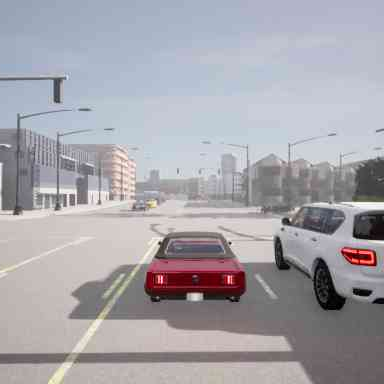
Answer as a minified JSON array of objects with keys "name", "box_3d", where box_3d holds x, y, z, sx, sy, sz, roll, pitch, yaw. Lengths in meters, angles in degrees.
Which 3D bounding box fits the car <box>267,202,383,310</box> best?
[{"name":"car","box_3d":[3.566,1.234,7.953,2.150,2.045,5.566,0,0,0]}]

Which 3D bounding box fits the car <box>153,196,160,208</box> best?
[{"name":"car","box_3d":[-7.065,1.891,55.911,1.882,1.535,5.008,0,0,0]}]

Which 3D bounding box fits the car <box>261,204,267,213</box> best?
[{"name":"car","box_3d":[10.451,1.874,40.453,2.033,1.411,5.357,0,-1,44]}]

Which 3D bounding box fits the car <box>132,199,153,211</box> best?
[{"name":"car","box_3d":[-7.077,1.856,46.035,2.128,1.511,4.902,0,0,1]}]

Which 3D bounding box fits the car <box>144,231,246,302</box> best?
[{"name":"car","box_3d":[0.072,1.617,8.246,1.895,1.301,4.718,0,0,0]}]

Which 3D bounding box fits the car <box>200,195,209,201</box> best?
[{"name":"car","box_3d":[3.531,1.525,89.274,2.097,1.767,4.553,0,-1,0]}]

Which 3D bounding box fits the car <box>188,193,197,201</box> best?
[{"name":"car","box_3d":[0.031,1.391,88.922,2.150,2.045,5.566,0,-1,0]}]

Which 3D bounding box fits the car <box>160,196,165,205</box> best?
[{"name":"car","box_3d":[-7.008,1.854,65.707,1.837,1.490,4.892,0,1,0]}]

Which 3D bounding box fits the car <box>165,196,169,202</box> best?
[{"name":"car","box_3d":[-6.974,1.732,75.936,2.128,1.511,4.902,0,1,0]}]
